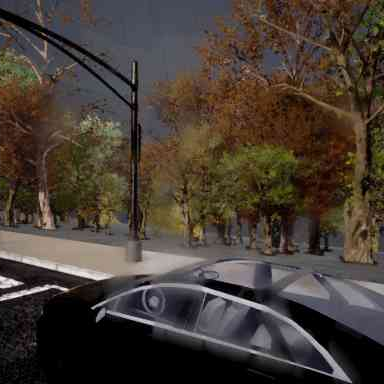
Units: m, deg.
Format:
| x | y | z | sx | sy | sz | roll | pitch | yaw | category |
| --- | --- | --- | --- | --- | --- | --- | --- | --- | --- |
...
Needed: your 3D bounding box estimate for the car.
| x | y | z | sx | sy | sz | roll | pitch | yaw | category |
| --- | --- | --- | --- | --- | --- | --- | --- | --- | --- |
| 0.238 | 1.491 | 3.503 | 4.902 | 1.511 | 2.128 | 0 | 0 | 37 | car |
